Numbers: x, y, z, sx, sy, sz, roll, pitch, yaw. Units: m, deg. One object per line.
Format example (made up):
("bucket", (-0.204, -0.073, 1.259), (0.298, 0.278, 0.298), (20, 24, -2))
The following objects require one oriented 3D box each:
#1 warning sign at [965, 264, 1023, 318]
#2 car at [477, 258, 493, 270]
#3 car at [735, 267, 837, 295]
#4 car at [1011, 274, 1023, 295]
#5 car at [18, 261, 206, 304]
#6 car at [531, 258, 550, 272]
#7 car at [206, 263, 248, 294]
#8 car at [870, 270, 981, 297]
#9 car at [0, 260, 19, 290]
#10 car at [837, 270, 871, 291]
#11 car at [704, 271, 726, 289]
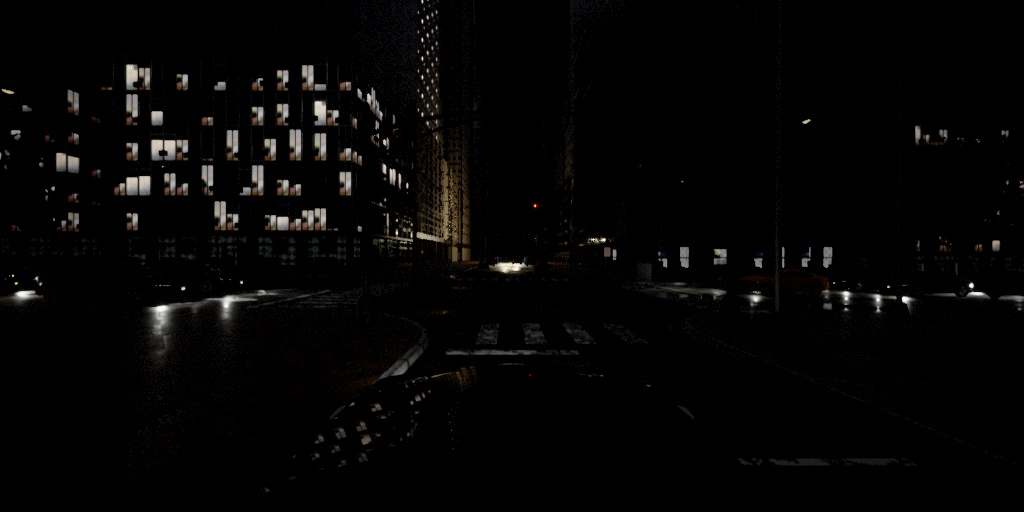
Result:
("warning sign", (17.262, 1.200, 12.818), (1.060, 1.860, 1.300), (0, 0, -3))
("car", (-4.086, 1.322, 52.088), (1.802, 1.307, 4.207), (0, 0, 0))
("car", (16.729, 1.546, 22.253), (5.008, 1.535, 1.882), (1, 0, -3))
("car", (35.916, 2.013, 23.159), (4.718, 1.301, 1.895), (1, 0, -3))
("car", (-15.373, 0.993, 14.017), (4.892, 1.490, 1.837), (1, 0, -3))
("car", (3.873, 1.311, 46.604), (1.948, 1.339, 4.313), (0, 0, 0))
("car", (-15.524, 0.988, 17.264), (4.892, 1.490, 1.837), (1, 0, -3))
("car", (26.129, 1.742, 22.700), (4.892, 1.490, 1.837), (1, 0, -3))
("car", (-24.429, 0.885, 16.844), (4.181, 1.385, 1.994), (1, 0, -3))
("car", (25.618, 1.730, 25.929), (4.892, 1.490, 1.837), (1, 0, -3))
("car", (16.320, 1.536, 25.487), (5.008, 1.535, 1.882), (1, 0, -3))
